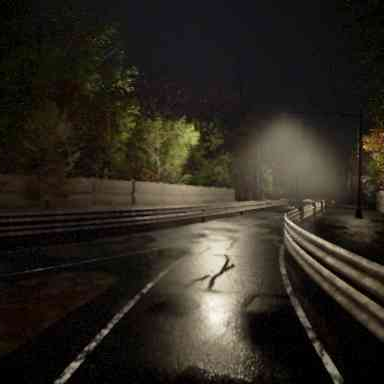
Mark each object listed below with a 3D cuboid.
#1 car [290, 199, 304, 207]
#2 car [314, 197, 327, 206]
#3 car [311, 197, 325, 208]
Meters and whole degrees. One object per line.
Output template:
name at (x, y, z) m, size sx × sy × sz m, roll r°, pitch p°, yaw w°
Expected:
car at (18.641, 1.990, 58.981) m, size 1.994 × 1.385 × 4.181 m, roll 1°, pitch 0°, yaw 25°
car at (26.176, 1.887, 67.544) m, size 2.097 × 1.767 × 4.553 m, roll 1°, pitch -1°, yaw 25°
car at (21.881, 1.976, 58.196) m, size 2.128 × 1.511 × 4.902 m, roll 1°, pitch 0°, yaw 25°
